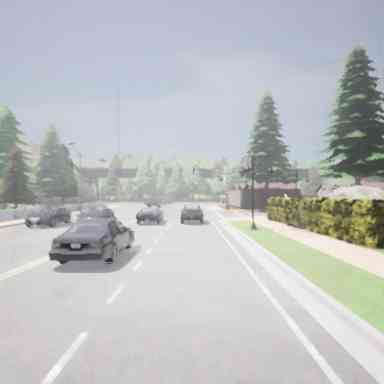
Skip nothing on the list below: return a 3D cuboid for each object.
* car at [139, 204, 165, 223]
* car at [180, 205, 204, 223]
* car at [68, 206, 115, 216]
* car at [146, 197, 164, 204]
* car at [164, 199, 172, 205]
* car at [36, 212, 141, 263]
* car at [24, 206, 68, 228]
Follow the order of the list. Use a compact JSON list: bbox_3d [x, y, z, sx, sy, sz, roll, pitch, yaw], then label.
[{"bbox_3d":[-3.483,1.923,28.221,1.895,1.301,4.718,0,-1,0],"label":"car"},{"bbox_3d":[0.020,1.817,28.477,2.128,1.511,4.902,0,-1,0],"label":"car"},{"bbox_3d":[-7.014,1.774,24.659,2.128,1.511,4.902,0,-1,0],"label":"car"},{"bbox_3d":[-7.035,1.915,61.088,2.150,2.045,5.566,0,-1,1],"label":"car"},{"bbox_3d":[-6.743,2.402,82.541,2.033,1.411,5.357,0,-1,-27],"label":"car"},{"bbox_3d":[-3.491,1.691,12.501,2.033,1.411,5.357,0,-1,0],"label":"car"},{"bbox_3d":[-10.514,1.775,24.658,2.128,1.511,4.902,0,-1,0],"label":"car"}]
